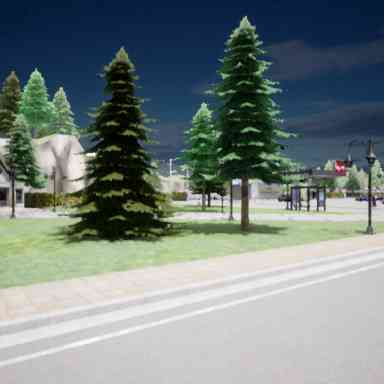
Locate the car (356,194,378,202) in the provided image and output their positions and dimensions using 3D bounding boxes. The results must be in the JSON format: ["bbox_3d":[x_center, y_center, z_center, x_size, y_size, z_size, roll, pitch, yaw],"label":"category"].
[{"bbox_3d":[36.032,1.305,69.245,1.845,1.501,3.633,0,0,-36],"label":"car"}]

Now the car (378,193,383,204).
[{"bbox_3d":[32.653,1.369,53.332,1.970,1.475,3.806,0,0,-36],"label":"car"}]

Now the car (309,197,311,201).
[{"bbox_3d":[21.932,1.313,68.612,2.152,1.636,5.027,0,0,-36],"label":"car"}]

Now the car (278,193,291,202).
[{"bbox_3d":[19.408,1.322,66.748,2.007,1.523,4.514,0,0,-36],"label":"car"}]

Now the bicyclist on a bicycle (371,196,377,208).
[{"bbox_3d":[23.681,1.288,43.355,1.656,1.620,0.582,0,0,-36],"label":"bicyclist on a bicycle"}]
